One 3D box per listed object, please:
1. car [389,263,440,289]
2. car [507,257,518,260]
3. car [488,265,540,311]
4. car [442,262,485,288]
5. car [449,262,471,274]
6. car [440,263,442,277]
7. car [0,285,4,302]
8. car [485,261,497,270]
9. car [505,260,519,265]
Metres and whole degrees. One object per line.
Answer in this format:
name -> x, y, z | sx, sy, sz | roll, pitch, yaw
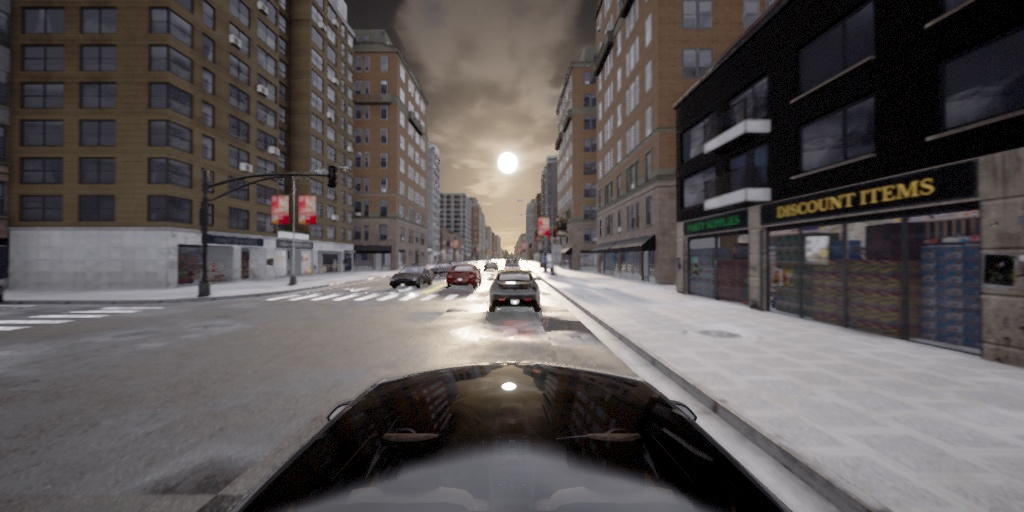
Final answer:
car -> -6.605, 1.367, 24.296 | 2.033, 1.411, 5.357 | 0, 0, 0
car -> 0.026, 1.161, 59.150 | 2.150, 2.045, 5.566 | 0, 0, 0
car -> 0.096, 1.295, 14.601 | 1.837, 1.490, 4.892 | 0, 0, 0
car -> -3.156, 1.297, 24.233 | 1.882, 1.535, 5.008 | 0, 0, 0
car -> -6.513, 1.436, 45.247 | 2.033, 1.411, 5.357 | 0, 0, 0
car -> -6.586, 1.401, 34.748 | 2.033, 1.411, 5.357 | 0, 0, 1
car -> -22.152, 1.370, 13.582 | 4.313, 1.339, 1.948 | 0, 0, 0
car -> -3.266, 1.488, 55.379 | 1.994, 1.385, 4.181 | 0, 0, 0
car -> 0.089, 1.476, 41.483 | 1.895, 1.301, 4.718 | 0, 0, 0
